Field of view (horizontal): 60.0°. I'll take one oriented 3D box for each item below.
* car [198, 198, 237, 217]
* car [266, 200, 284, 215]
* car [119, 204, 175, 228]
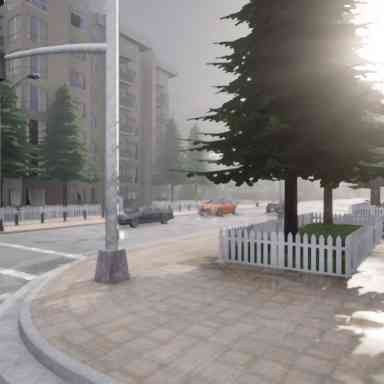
[{"bbox_3d":[2.419,1.363,31.238,2.097,1.767,4.553,0,0,34],"label":"car"},{"bbox_3d":[9.223,1.537,34.791,1.812,1.442,4.674,0,0,34],"label":"car"},{"bbox_3d":[-3.346,1.557,22.649,2.033,1.411,5.357,0,0,34],"label":"car"}]
